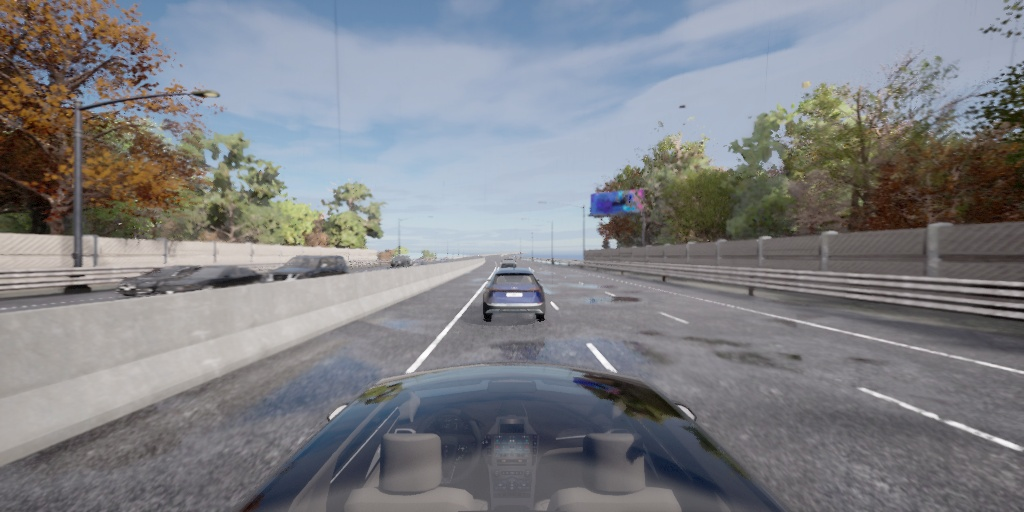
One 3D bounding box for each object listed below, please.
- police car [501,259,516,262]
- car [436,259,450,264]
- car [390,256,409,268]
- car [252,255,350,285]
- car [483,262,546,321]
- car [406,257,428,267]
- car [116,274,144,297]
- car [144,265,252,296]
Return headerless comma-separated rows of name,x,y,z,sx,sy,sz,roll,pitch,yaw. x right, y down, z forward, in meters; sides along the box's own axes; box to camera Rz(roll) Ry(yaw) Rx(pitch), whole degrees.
police car,-0.408,1.168,43.914,1.930,1.638,5.238,0,0,-1
car,-11.511,1.229,60.367,2.128,1.511,4.902,0,0,-1
car,-18.488,0.961,59.882,2.150,2.045,5.566,0,0,-1
car,-10.692,0.973,19.126,2.150,2.045,5.566,0,0,-1
car,0.059,1.179,12.540,2.033,1.649,4.856,0,0,0
car,-14.947,1.232,57.951,2.128,1.511,4.902,0,0,-1
car,-17.691,1.258,18.881,1.837,1.490,4.892,0,0,-1
car,-14.176,1.230,17.324,1.882,1.535,5.008,0,0,-1
